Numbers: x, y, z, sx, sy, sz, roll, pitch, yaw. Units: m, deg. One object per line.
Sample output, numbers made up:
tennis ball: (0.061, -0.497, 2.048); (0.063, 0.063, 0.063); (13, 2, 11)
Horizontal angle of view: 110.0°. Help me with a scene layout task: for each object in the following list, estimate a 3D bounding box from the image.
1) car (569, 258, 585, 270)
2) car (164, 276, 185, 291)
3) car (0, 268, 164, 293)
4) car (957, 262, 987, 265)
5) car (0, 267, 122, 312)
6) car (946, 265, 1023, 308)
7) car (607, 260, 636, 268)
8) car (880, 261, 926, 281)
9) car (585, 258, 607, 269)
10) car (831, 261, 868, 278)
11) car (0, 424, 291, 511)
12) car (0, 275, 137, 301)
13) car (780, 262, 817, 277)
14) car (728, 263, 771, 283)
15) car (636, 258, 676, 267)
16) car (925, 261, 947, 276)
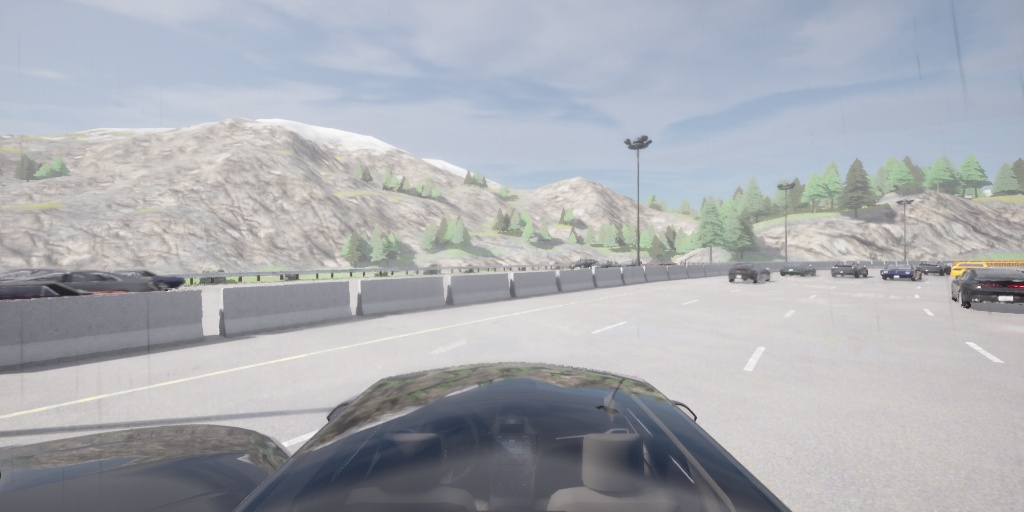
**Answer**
car: (9.744, 1.056, 47.977); (4.892, 1.490, 1.837); (0, 0, -38)
car: (-19.976, 1.351, 18.259); (1.895, 1.301, 4.718); (0, 0, 38)
car: (-15.667, 1.241, 12.356); (2.128, 1.511, 4.902); (0, 0, 38)
car: (36.065, 1.228, 28.064); (5.008, 1.535, 1.882); (1, -1, -35)
car: (-18.883, 1.241, 13.904); (2.128, 1.511, 4.902); (0, 0, 37)
car: (19.114, 1.254, 14.271); (4.892, 1.490, 1.837); (0, -1, -44)
car: (14.068, 1.208, 42.472); (5.357, 1.411, 2.033); (0, 0, -38)
car: (32.306, 1.351, 29.698); (4.718, 1.301, 1.895); (0, 0, -35)
car: (11.906, 1.278, 45.225); (4.902, 1.511, 2.128); (0, 0, -38)
car: (31.372, 1.241, 33.307); (4.902, 1.511, 2.128); (0, 0, -35)
car: (-2.981, 1.255, 0.495); (4.892, 1.490, 1.837); (0, 0, -45)
car: (-13.509, 1.351, 9.466); (1.895, 1.301, 4.718); (0, 0, 37)
car: (28.206, 1.314, 35.331); (4.181, 1.385, 1.994); (0, 0, -36)
car: (18.361, 1.254, 27.642); (4.892, 1.490, 1.837); (0, 0, -41)
car: (16.254, 1.024, 39.738); (4.553, 1.767, 2.097); (0, 0, -38)
car: (43.310, 1.241, 36.831); (4.902, 1.511, 2.128); (0, 0, -31)
